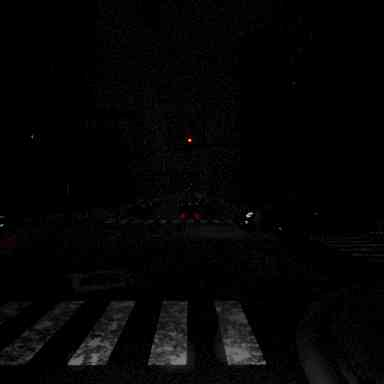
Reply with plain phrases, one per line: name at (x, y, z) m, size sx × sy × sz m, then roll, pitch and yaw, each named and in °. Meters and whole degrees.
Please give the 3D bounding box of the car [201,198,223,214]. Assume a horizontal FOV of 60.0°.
car at (2.341, 1.606, 36.134) m, size 1.947 × 1.339 × 4.313 m, roll 0°, pitch 0°, yaw 0°

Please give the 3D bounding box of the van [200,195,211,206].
van at (2.371, 1.424, 58.178) m, size 1.690 × 1.788 × 3.998 m, roll 0°, pitch 0°, yaw 0°

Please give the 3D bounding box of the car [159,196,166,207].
car at (-5.662, 1.653, 52.678) m, size 1.802 × 1.307 × 4.206 m, roll 0°, pitch 0°, yaw 0°

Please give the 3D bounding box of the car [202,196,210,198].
car at (2.356, 1.641, 47.157) m, size 1.802 × 1.307 × 4.206 m, roll 0°, pitch 0°, yaw 0°

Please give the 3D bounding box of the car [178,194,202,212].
car at (-0.218, 1.398, 39.837) m, size 2.097 × 1.767 × 4.553 m, roll 0°, pitch 0°, yaw 0°

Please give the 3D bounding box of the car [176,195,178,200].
car at (-5.609, 1.721, 91.253) m, size 1.887 × 1.381 × 4.507 m, roll 0°, pitch 0°, yaw 0°

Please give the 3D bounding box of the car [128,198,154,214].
car at (-5.684, 1.480, 36.146) m, size 1.967 × 1.590 × 4.097 m, roll 0°, pitch 0°, yaw 0°

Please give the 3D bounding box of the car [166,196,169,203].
car at (-5.654, 1.634, 58.188) m, size 2.008 × 1.369 × 4.403 m, roll 0°, pitch 0°, yaw 0°

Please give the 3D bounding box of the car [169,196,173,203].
car at (-5.639, 1.552, 69.210) m, size 1.967 × 1.590 × 4.097 m, roll 0°, pitch 0°, yaw 0°

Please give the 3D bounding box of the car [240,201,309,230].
car at (5.307, 1.346, 20.622) m, size 4.553 × 1.767 × 2.097 m, roll -1°, pitch 0°, yaw 0°

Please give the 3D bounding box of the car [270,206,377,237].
car at (6.825, 1.575, 17.378) m, size 4.718 × 1.301 × 1.895 m, roll 0°, pitch 0°, yaw 0°

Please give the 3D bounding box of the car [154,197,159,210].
car at (-5.677, 1.489, 41.656) m, size 1.967 × 1.590 × 4.097 m, roll 0°, pitch 0°, yaw 0°

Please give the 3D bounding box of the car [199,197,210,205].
car at (2.378, 1.647, 63.688) m, size 2.008 × 1.369 × 4.403 m, roll 0°, pitch 0°, yaw 0°

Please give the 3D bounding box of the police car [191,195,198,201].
police car at (0.603, 1.598, 90.214) m, size 1.930 × 1.638 × 5.238 m, roll 0°, pitch 0°, yaw 0°

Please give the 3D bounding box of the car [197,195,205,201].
car at (2.409, 1.600, 85.732) m, size 1.967 × 1.590 × 4.097 m, roll 0°, pitch 0°, yaw 0°

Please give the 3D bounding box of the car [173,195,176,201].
car at (-5.624, 1.694, 80.231) m, size 2.008 × 1.369 × 4.403 m, roll 0°, pitch 0°, yaw 0°

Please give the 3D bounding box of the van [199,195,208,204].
van at (2.386, 1.453, 69.199) m, size 1.690 × 1.788 × 3.998 m, roll 0°, pitch 0°, yaw 0°

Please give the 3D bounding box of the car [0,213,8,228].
car at (-12.301, 1.539, 17.303) m, size 4.902 × 1.511 × 2.128 m, roll 0°, pitch 0°, yaw 0°
